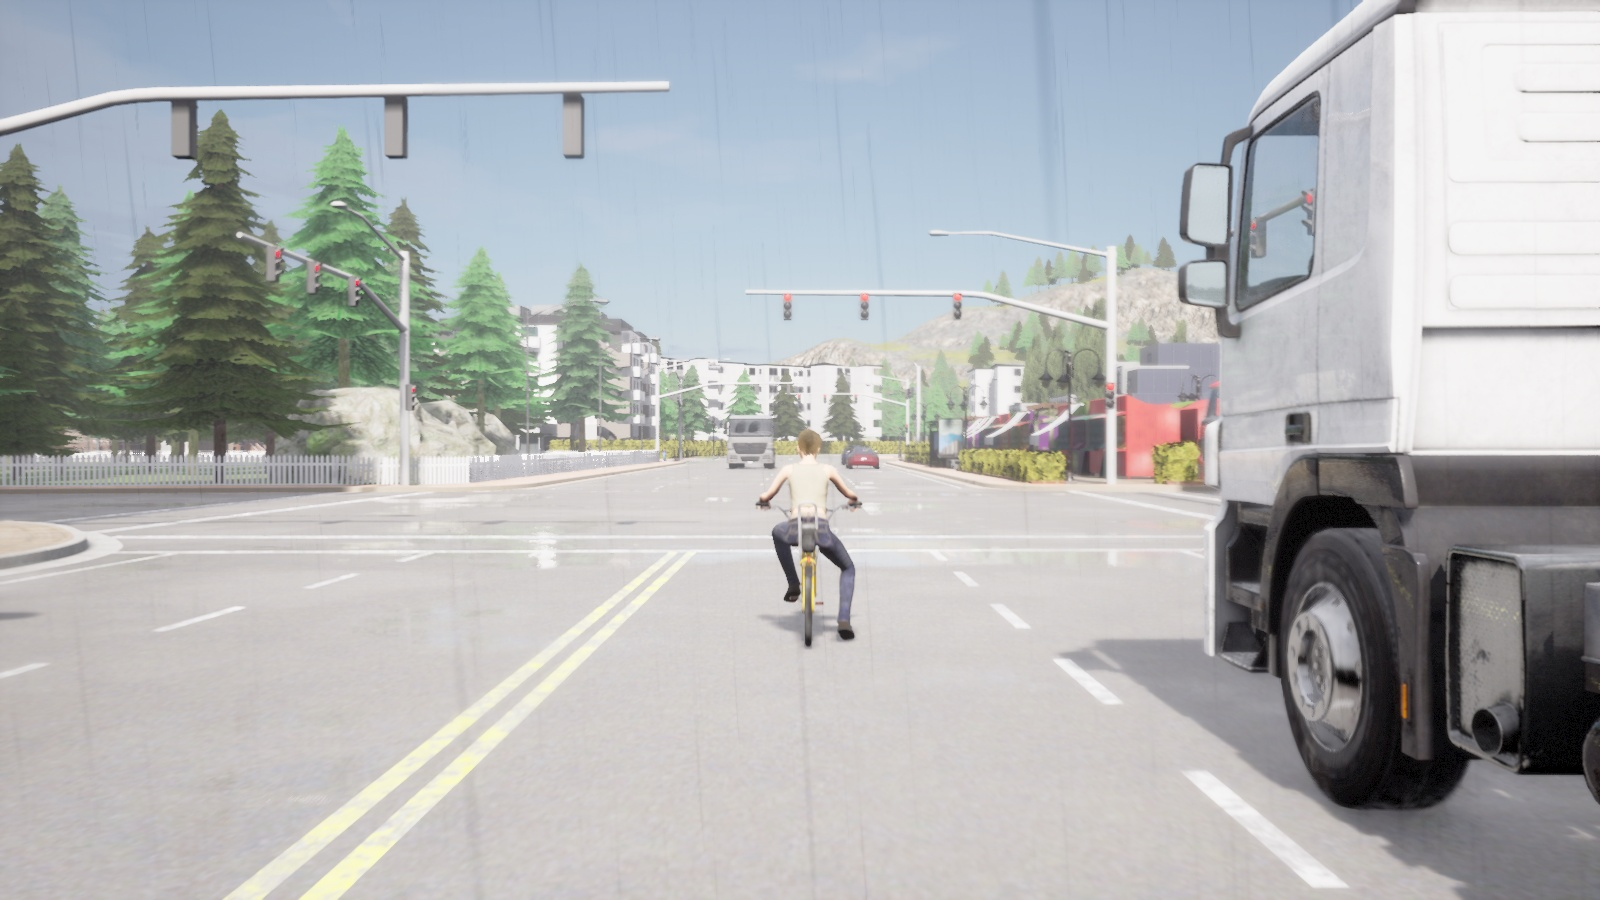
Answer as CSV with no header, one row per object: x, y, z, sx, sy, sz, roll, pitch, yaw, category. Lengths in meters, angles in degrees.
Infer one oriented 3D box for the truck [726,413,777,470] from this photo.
-3.019,-0.548,80.188,2.891,3.462,7.936,0,0,0,truck

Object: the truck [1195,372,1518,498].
15.704,-0.416,35.851,7.936,3.462,2.891,0,0,0,truck

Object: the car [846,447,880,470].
3.977,0.505,79.697,1.994,1.385,4.181,0,0,0,car

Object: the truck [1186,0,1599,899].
3.533,-0.243,2.880,2.891,3.462,7.936,0,0,0,truck

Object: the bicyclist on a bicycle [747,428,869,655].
0.067,0.646,9.694,0.866,1.612,1.509,0,0,1,bicyclist on a bicycle
